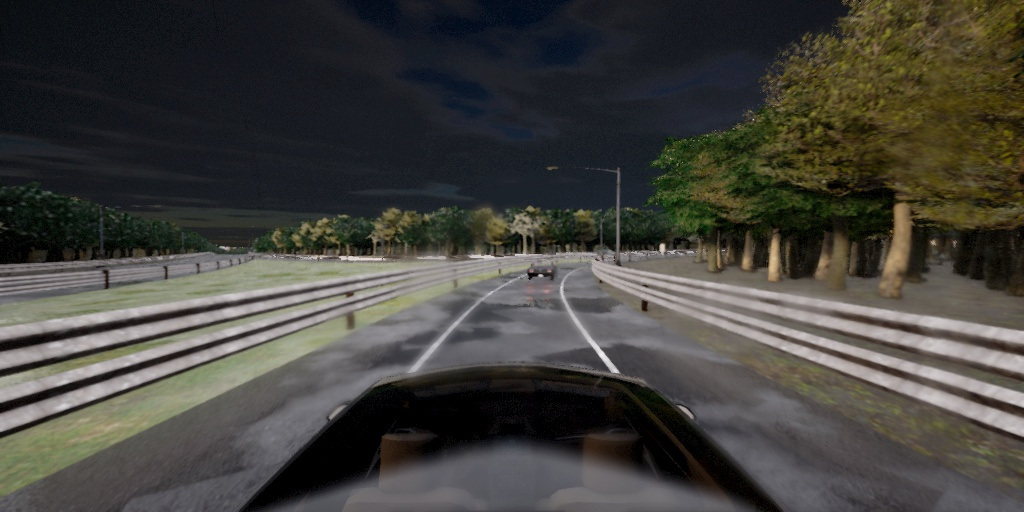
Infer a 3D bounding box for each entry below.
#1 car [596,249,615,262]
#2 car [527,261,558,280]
[{"bbox_3d":[15.871,-0.093,60.020,2.150,2.045,5.566,1,0,33],"label":"car"},{"bbox_3d":[2.359,0.991,26.230,1.895,1.301,4.718,0,1,11],"label":"car"}]
